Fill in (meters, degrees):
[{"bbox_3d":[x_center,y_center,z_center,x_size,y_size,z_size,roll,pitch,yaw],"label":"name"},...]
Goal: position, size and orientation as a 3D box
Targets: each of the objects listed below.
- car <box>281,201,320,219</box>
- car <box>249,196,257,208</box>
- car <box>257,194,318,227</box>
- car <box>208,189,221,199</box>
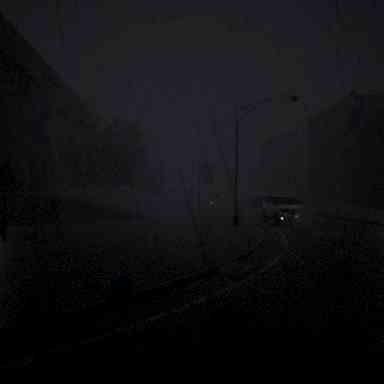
[{"bbox_3d":[9.740,1.574,30.227,1.994,1.385,4.181,1,0,-3],"label":"car"},{"bbox_3d":[9.012,1.316,44.500,1.882,1.535,5.008,1,1,-3],"label":"car"},{"bbox_3d":[6.381,1.192,22.964,2.150,2.045,5.566,1,0,-1],"label":"car"},{"bbox_3d":[4.340,0.327,63.413,2.097,1.767,4.553,1,3,-3],"label":"car"}]
